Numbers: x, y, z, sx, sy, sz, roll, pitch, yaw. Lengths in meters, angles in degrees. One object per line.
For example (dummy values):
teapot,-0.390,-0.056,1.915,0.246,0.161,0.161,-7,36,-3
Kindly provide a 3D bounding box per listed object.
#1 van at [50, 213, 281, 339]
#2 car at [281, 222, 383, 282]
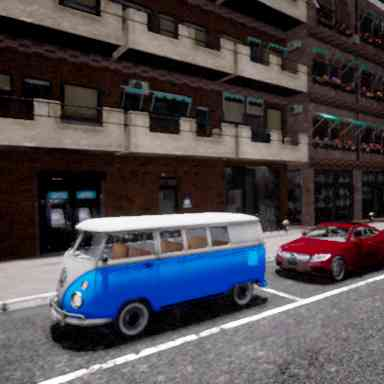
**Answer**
van,-0.388,1.323,6.258,3.998,1.788,1.690,0,-1,-35
car,4.225,1.532,9.546,4.206,1.307,1.802,0,-1,-35
